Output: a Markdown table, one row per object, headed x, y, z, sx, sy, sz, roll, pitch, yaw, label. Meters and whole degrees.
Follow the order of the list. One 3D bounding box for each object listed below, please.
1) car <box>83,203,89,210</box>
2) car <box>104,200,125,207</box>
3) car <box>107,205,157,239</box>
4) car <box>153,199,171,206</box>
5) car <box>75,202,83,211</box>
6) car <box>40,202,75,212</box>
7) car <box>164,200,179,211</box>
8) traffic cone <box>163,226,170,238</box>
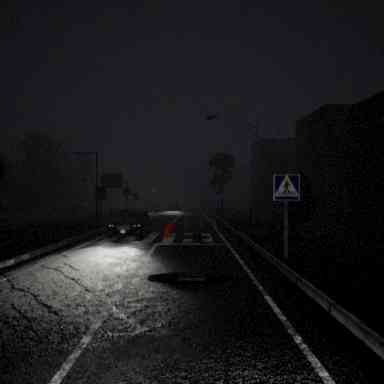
| x | y | z | sx | sy | sz | roll | pitch | yaw | label |
| --- | --- | --- | --- | --- | --- | --- | --- | --- | --- |
| -21.849 | 2.551 | 59.917 | 5.008 | 1.535 | 2.097 | 0 | -1 | 0 | car |
| -21.735 | 3.252 | 91.543 | 5.008 | 1.535 | 2.097 | 0 | -1 | 0 | car |
| -3.337 | 1.688 | 18.530 | 2.128 | 1.511 | 4.902 | 0 | -1 | 0 | car |
| -8.646 | 3.324 | 94.265 | 4.892 | 1.521 | 2.231 | 0 | -1 | 0 | car |
| -21.849 | 2.481 | 56.644 | 4.892 | 1.521 | 2.231 | 0 | -1 | 0 | car |
| -21.862 | 2.448 | 53.368 | 4.674 | 1.452 | 2.002 | 0 | -1 | 0 | car |
| -3.148 | 2.531 | 57.036 | 2.128 | 1.511 | 4.902 | 0 | -1 | 0 | car |
| -1.369 | 2.138 | 17.774 | 0.340 | 0.580 | 0.340 | 0 | -1 | 0 | traffic cone |
